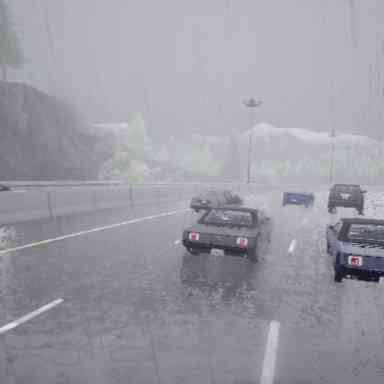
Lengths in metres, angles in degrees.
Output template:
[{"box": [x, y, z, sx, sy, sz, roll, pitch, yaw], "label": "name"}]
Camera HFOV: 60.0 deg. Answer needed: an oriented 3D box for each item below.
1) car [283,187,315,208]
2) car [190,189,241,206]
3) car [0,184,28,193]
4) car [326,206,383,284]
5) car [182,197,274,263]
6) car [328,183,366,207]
[{"box": [8.656, 0.382, 26.730, 1.882, 1.535, 5.008, 4, 3, 27], "label": "car"}, {"box": [1.673, 0.506, 20.314, 2.033, 1.411, 5.357, 4, 3, 24], "label": "car"}, {"box": [-11.076, 0.194, 17.274, 1.895, 1.301, 4.718, 4, 3, 21], "label": "car"}, {"box": [4.452, 1.313, 8.355, 1.895, 1.301, 4.718, 3, 3, 19], "label": "car"}, {"box": [1.378, 1.090, 10.144, 1.895, 1.301, 4.718, 3, 3, 19], "label": "car"}, {"box": [11.188, 0.373, 24.042, 2.150, 2.045, 5.566, 4, 3, 27], "label": "car"}]
